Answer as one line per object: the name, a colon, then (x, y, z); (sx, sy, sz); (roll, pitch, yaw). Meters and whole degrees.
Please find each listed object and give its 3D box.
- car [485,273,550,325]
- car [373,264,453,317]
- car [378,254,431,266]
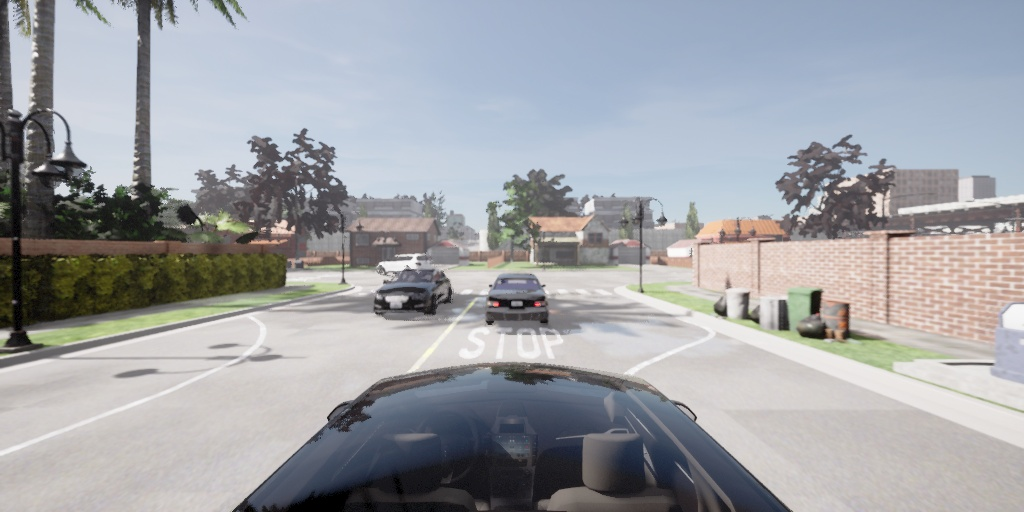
car: (0.170, 1.261, 11.681); (2.033, 1.411, 5.357); (0, 0, 1)
car: (-3.426, 1.208, 13.178); (2.128, 1.511, 4.902); (0, 0, 1)
car: (-10.283, 0.895, 34.043); (5.566, 2.045, 2.150); (-1, 0, 27)
